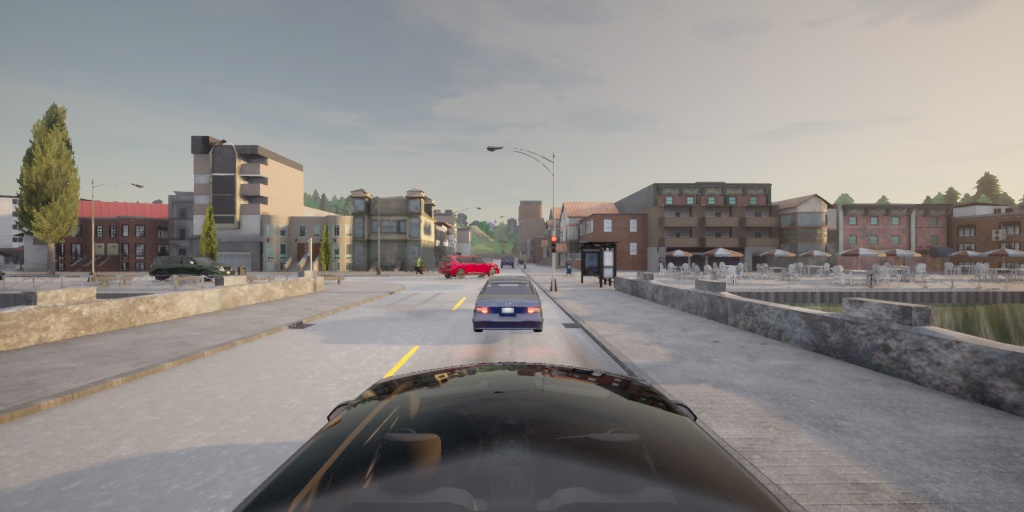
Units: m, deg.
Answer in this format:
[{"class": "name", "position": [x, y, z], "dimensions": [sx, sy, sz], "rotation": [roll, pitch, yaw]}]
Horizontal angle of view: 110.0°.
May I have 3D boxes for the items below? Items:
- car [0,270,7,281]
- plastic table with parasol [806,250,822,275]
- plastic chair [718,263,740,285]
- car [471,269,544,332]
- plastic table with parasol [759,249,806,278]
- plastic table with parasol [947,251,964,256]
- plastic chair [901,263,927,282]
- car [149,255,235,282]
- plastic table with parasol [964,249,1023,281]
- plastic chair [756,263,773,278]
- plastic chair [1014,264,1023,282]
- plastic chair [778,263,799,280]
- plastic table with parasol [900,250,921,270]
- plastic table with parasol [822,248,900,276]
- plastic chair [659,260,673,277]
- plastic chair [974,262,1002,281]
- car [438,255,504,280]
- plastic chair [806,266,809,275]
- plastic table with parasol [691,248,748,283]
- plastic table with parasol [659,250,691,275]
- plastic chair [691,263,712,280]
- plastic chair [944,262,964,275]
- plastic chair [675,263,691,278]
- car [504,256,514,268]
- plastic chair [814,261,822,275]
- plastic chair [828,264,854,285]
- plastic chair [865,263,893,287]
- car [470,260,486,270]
[{"class": "car", "position": [-42.761, 1.314, 28.148], "dimensions": [4.181, 1.385, 1.994], "rotation": [0, 0, -1]}, {"class": "plastic table with parasol", "position": [29.714, 0.675, 35.204], "dimensions": [2.482, 2.480, 2.482], "rotation": [0, 0, -1]}, {"class": "plastic chair", "position": [14.642, 1.279, 24.215], "dimensions": [0.750, 1.272, 0.730], "rotation": [0, 0, -1]}, {"class": "car", "position": [-0.104, 1.297, 10.772], "dimensions": [2.033, 1.411, 5.357], "rotation": [0, 0, 0]}, {"class": "plastic table with parasol", "position": [22.454, 0.675, 30.378], "dimensions": [2.482, 2.480, 2.482], "rotation": [0, 0, -1]}, {"class": "plastic table with parasol", "position": [46.169, 0.675, 36.452], "dimensions": [2.482, 2.480, 2.482], "rotation": [0, 0, -1]}, {"class": "plastic chair", "position": [30.106, 1.279, 26.838], "dimensions": [0.750, 1.272, 0.730], "rotation": [0, 0, -1]}, {"class": "car", "position": [-25.228, 0.971, 28.382], "dimensions": [5.566, 2.045, 2.150], "rotation": [0, 0, -1]}, {"class": "plastic table with parasol", "position": [37.391, 0.675, 27.254], "dimensions": [2.482, 2.480, 2.482], "rotation": [0, 0, -1]}, {"class": "plastic chair", "position": [21.253, 1.279, 30.411], "dimensions": [0.730, 1.272, 0.750], "rotation": [0, 0, -1]}, {"class": "plastic chair", "position": [37.420, 1.279, 25.944], "dimensions": [0.750, 1.272, 0.730], "rotation": [0, 0, -1]}, {"class": "plastic chair", "position": [22.373, 1.279, 29.027], "dimensions": [0.750, 1.272, 0.730], "rotation": [0, 0, -1]}, {"class": "plastic table with parasol", "position": [30.097, 0.675, 28.118], "dimensions": [2.482, 2.480, 2.482], "rotation": [0, 0, -1]}, {"class": "plastic table with parasol", "position": [23.443, 0.675, 24.192], "dimensions": [2.482, 2.480, 2.482], "rotation": [0, 0, -1]}, {"class": "plastic chair", "position": [14.209, 1.279, 33.409], "dimensions": [0.730, 1.272, 0.750], "rotation": [0, 0, -1]}, {"class": "plastic chair", "position": [36.262, 1.279, 27.325], "dimensions": [0.730, 1.272, 0.750], "rotation": [0, 0, -1]}, {"class": "car", "position": [-3.781, 0.971, 31.848], "dimensions": [5.566, 2.045, 2.150], "rotation": [0, 1, -38]}, {"class": "plastic chair", "position": [28.285, 1.279, 35.213], "dimensions": [0.730, 1.272, 0.750], "rotation": [0, 0, -1]}, {"class": "plastic table with parasol", "position": [14.794, 0.675, 25.477], "dimensions": [2.482, 2.480, 2.482], "rotation": [0, 0, -1]}, {"class": "plastic table with parasol", "position": [15.431, 0.675, 33.307], "dimensions": [2.482, 2.480, 2.482], "rotation": [0, 0, -1]}, {"class": "plastic chair", "position": [13.522, 1.279, 25.599], "dimensions": [0.730, 1.272, 0.750], "rotation": [0, 0, -1]}, {"class": "plastic chair", "position": [44.967, 1.279, 36.554], "dimensions": [0.730, 1.272, 0.750], "rotation": [0, 0, -1]}, {"class": "plastic chair", "position": [15.329, 1.279, 32.025], "dimensions": [0.750, 1.272, 0.730], "rotation": [0, 0, -1]}, {"class": "car", "position": [-0.824, 0.971, 63.035], "dimensions": [2.150, 2.045, 5.566], "rotation": [0, 0, -1]}, {"class": "plastic chair", "position": [29.405, 1.279, 33.829], "dimensions": [0.750, 1.272, 0.730], "rotation": [0, 0, -1]}, {"class": "plastic chair", "position": [22.243, 1.279, 24.224], "dimensions": [0.730, 1.272, 0.750], "rotation": [0, 0, -1]}, {"class": "plastic chair", "position": [23.363, 1.279, 22.841], "dimensions": [0.750, 1.272, 0.730], "rotation": [0, 0, -1]}, {"class": "car", "position": [-4.866, 1.276, 52.399], "dimensions": [1.812, 1.442, 4.674], "rotation": [0, 0, 1]}]
